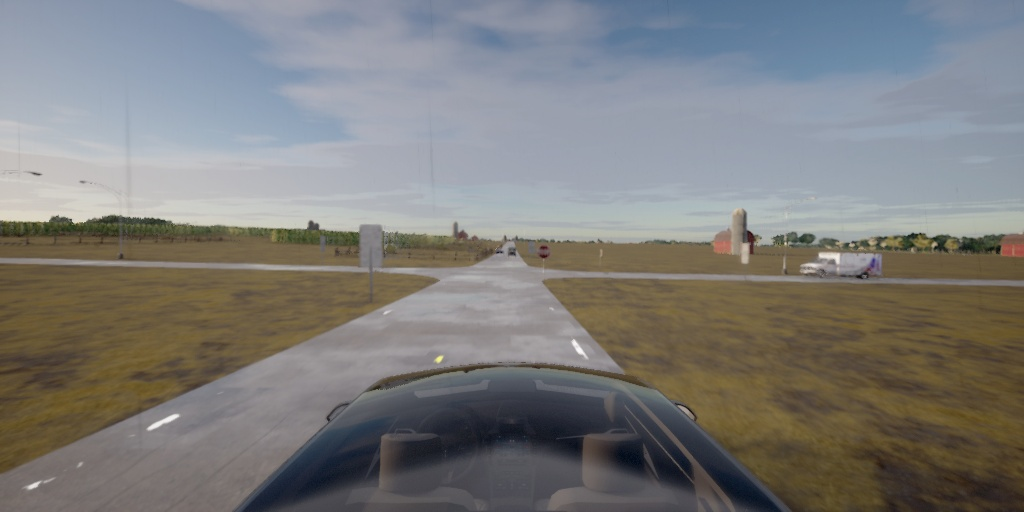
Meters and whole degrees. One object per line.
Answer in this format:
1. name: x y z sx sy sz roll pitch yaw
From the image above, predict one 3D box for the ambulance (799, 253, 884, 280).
1. ambulance: 31.082 0.918 34.048 6.366 2.431 2.351 1 1 0
